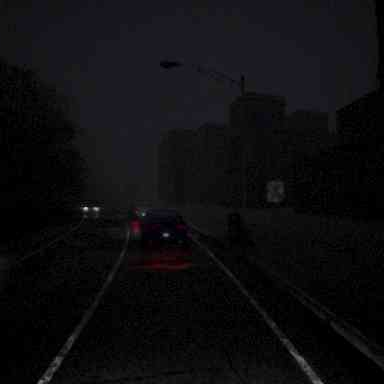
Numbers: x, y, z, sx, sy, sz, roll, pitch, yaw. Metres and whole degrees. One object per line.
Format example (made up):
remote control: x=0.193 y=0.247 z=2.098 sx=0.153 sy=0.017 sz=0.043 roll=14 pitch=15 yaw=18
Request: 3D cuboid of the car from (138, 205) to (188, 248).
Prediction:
car: x=-1.375 y=1.541 z=15.174 sx=1.882 sy=1.535 sz=5.008 roll=1 pitch=-1 yaw=-9

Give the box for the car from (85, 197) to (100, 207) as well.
car: x=-15.078 y=1.481 z=49.935 sx=1.837 sy=1.490 sz=4.892 roll=2 pitch=0 yaw=-20

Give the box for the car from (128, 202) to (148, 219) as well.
car: x=-4.775 y=1.652 z=30.604 sx=1.812 sy=1.442 sz=4.674 roll=1 pitch=0 yaw=-16
